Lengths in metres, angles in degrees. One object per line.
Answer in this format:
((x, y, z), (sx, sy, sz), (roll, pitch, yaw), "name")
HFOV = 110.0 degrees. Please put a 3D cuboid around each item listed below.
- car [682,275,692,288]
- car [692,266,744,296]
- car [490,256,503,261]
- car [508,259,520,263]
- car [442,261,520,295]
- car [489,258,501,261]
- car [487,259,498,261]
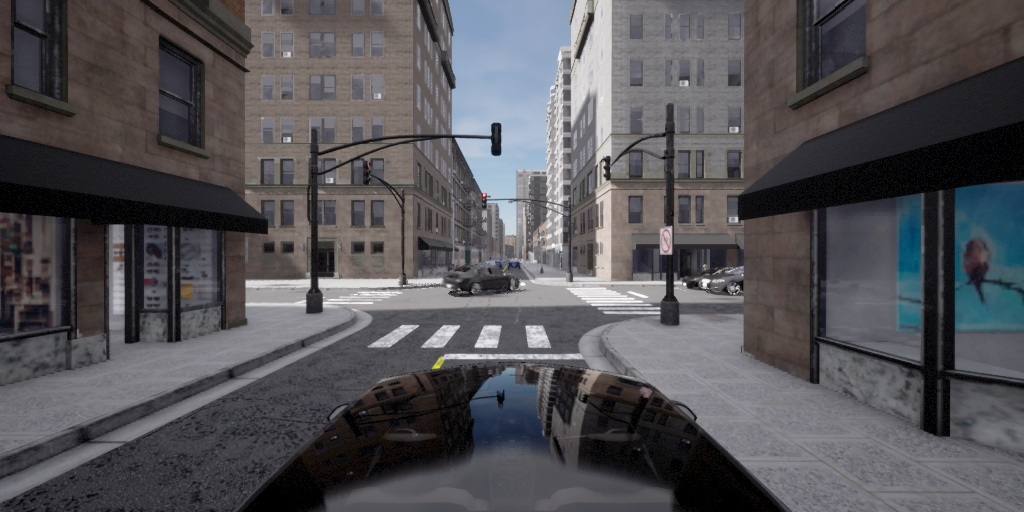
((12.448, 1.313, 21.314), (4.313, 1.339, 1.948), (0, 0, 0), "car")
((12.546, 1.247, 18.775), (4.902, 1.511, 2.128), (0, 0, 0), "car")
((-2.608, 1.002, 55.788), (2.150, 2.045, 5.566), (0, 0, 1), "car")
((0.334, 1.265, 57.894), (1.882, 1.535, 5.008), (0, 0, 0), "car")
((-1.600, 1.257, 19.824), (1.837, 1.490, 4.892), (4, 2, 41), "car")
((-2.673, 1.293, 43.759), (1.812, 1.442, 4.674), (0, 0, 0), "car")
((-2.718, 1.305, 33.471), (2.033, 1.411, 5.357), (0, 0, 0), "car")
